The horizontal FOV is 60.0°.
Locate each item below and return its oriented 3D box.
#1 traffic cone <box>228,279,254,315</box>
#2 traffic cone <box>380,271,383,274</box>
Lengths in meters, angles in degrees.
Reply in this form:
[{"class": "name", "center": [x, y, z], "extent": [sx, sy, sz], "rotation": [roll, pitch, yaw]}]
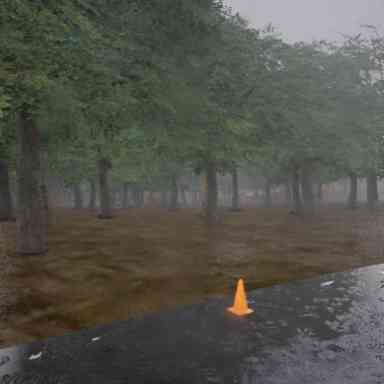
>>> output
[{"class": "traffic cone", "center": [0.911, 1.923, 6.202], "extent": [0.340, 0.580, 0.340], "rotation": [0, 0, -33]}, {"class": "traffic cone", "center": [5.273, 1.896, 8.893], "extent": [0.340, 0.580, 0.340], "rotation": [0, 1, -30]}]
